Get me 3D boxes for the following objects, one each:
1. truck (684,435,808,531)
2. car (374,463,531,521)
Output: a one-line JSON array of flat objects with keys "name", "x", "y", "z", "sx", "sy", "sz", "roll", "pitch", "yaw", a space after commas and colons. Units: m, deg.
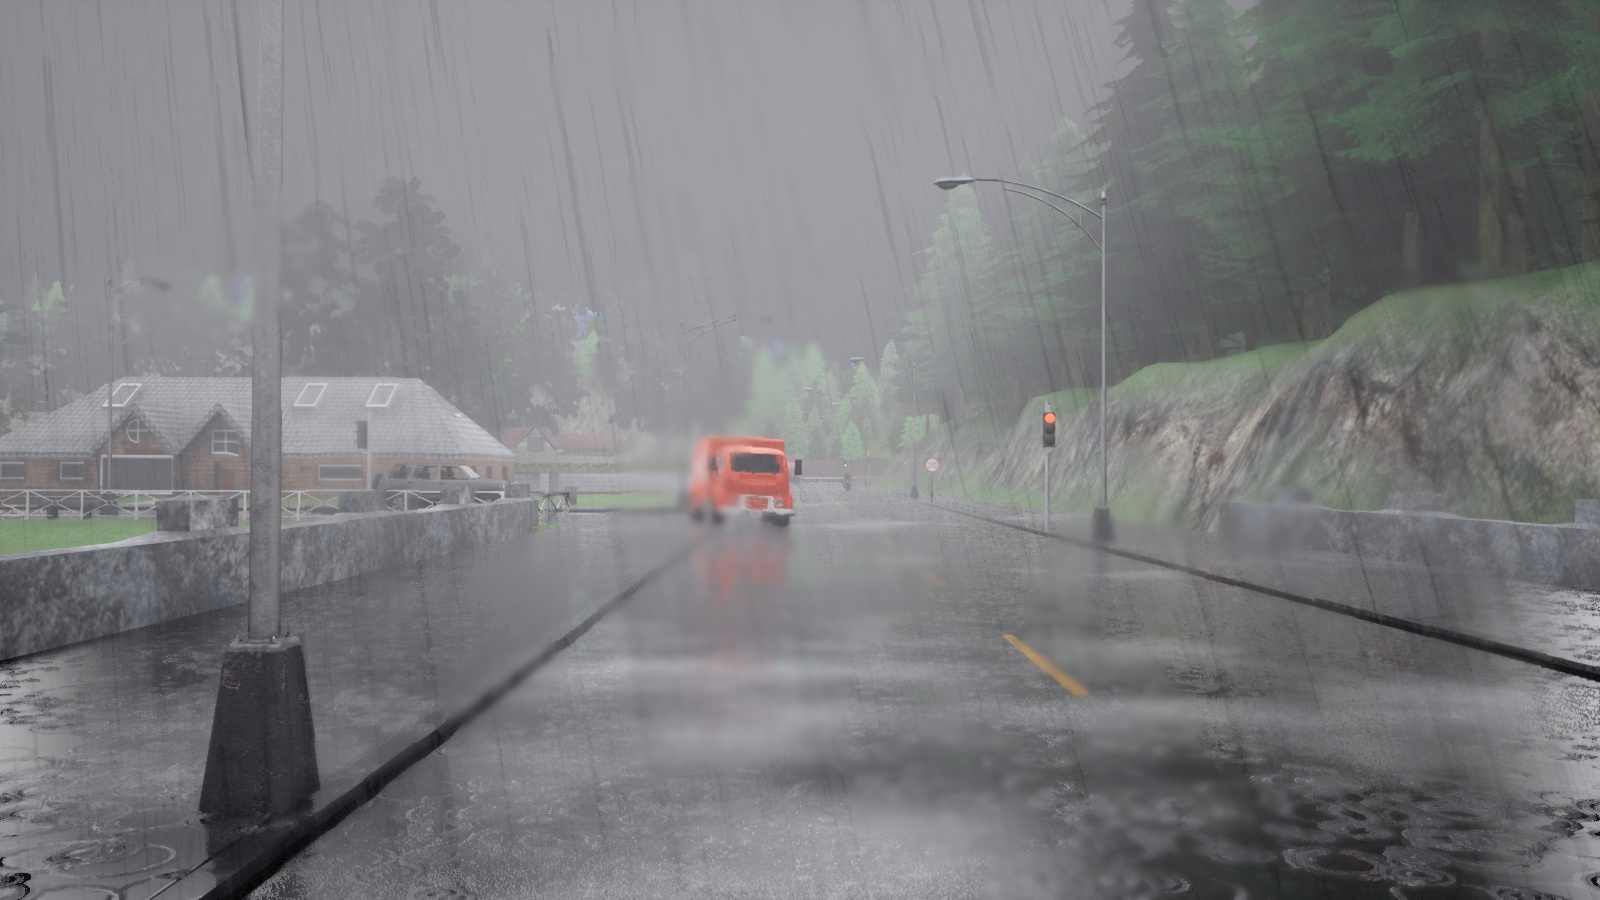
[{"name": "truck", "x": -1.631, "y": 0.920, "z": 35.472, "sx": 2.627, "sy": 2.467, "sz": 5.204, "roll": 1, "pitch": -1, "yaw": -12}, {"name": "car", "x": -11.350, "y": 1.365, "z": 41.190, "sx": 4.605, "sy": 1.855, "sz": 1.932, "roll": 0, "pitch": -1, "yaw": 0}]
